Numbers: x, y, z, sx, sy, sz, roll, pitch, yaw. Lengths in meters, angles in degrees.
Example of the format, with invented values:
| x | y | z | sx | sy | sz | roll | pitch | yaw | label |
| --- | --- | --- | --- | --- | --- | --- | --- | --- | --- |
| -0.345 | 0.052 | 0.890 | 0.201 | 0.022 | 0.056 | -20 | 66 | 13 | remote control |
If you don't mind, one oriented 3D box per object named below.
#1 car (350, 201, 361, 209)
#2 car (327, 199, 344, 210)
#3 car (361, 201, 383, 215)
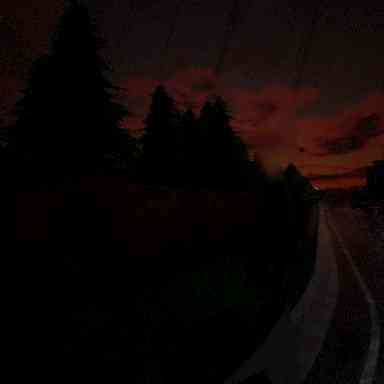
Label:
| x | y | z | sx | sy | sz | roll | pitch | yaw | label |
| --- | --- | --- | --- | --- | --- | --- | --- | --- | --- |
| 30.036 | 2.382 | 60.494 | 1.837 | 1.490 | 4.892 | -1 | -1 | 21 | car |
| 26.158 | 2.248 | 60.142 | 2.097 | 1.767 | 4.553 | -1 | -1 | 21 | car |
| 23.304 | 2.111 | 42.720 | 1.837 | 1.490 | 4.892 | -1 | -2 | 21 | car |
